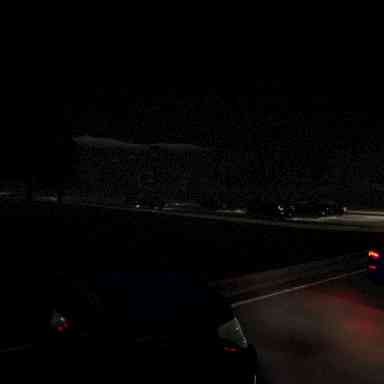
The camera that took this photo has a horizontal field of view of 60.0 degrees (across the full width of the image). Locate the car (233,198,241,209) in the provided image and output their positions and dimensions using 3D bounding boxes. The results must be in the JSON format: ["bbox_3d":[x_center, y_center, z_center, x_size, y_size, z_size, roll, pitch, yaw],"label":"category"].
[{"bbox_3d":[5.066,1.489,44.627,2.128,1.511,4.902,0,0,-36],"label":"car"}]

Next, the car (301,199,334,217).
[{"bbox_3d":[10.404,1.600,31.388,1.895,1.301,4.718,0,0,-36],"label":"car"}]

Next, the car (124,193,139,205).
[{"bbox_3d":[-10.268,1.215,59.991,2.150,2.045,5.566,0,0,-36],"label":"car"}]

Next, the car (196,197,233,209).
[{"bbox_3d":[2.478,1.488,42.236,2.128,1.511,4.902,0,0,-36],"label":"car"}]

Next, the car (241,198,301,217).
[{"bbox_3d":[7.031,1.352,30.076,2.097,1.767,4.553,0,0,-36],"label":"car"}]

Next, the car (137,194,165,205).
[{"bbox_3d":[-5.593,1.504,47.395,1.837,1.490,4.892,0,0,-36],"label":"car"}]

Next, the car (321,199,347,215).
[{"bbox_3d":[13.119,1.491,33.607,2.128,1.511,4.902,0,0,-36],"label":"car"}]

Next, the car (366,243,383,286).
[{"bbox_3d":[6.039,1.526,8.071,4.674,1.442,1.812,0,0,-35],"label":"car"}]

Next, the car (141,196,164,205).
[{"bbox_3d":[-7.422,1.547,62.028,2.033,1.411,5.357,0,0,-36],"label":"car"}]

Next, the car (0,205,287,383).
[{"bbox_3d":[-2.057,1.217,2.278,5.566,2.045,2.150,1,0,-35],"label":"car"}]
